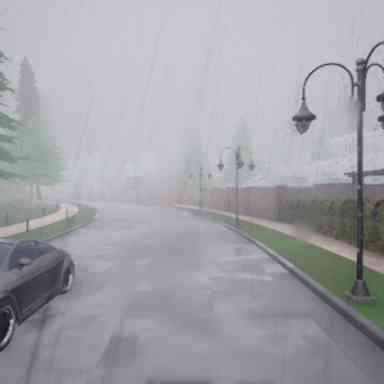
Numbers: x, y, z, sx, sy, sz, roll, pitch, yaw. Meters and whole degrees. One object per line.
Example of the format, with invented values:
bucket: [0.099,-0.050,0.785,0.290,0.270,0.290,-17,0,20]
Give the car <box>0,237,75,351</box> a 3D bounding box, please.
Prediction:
car: [-3.647,1.551,5.939,1.994,1.385,4.181,0,0,0]
